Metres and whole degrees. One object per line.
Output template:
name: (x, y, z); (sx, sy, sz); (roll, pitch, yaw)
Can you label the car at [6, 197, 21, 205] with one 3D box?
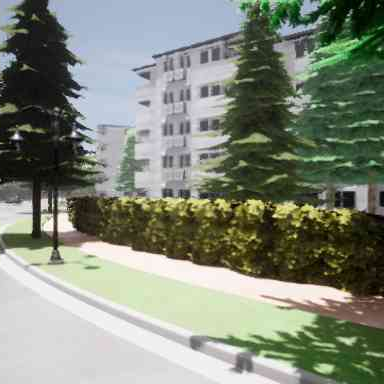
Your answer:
car: (-34.207, 1.715, 63.923); (2.033, 1.411, 5.357); (0, 0, -18)
